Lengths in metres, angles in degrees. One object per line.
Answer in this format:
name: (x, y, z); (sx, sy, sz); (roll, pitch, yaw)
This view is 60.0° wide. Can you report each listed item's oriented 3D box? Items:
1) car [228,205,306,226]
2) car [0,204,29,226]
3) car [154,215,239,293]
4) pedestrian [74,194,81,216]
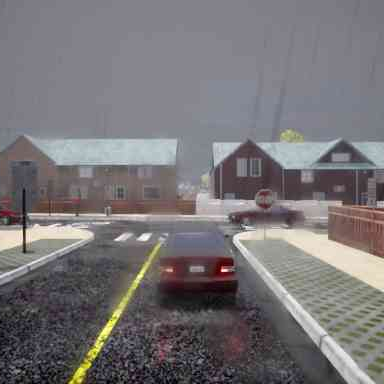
car: (5.200, 1.609, 23.472); (5.357, 1.411, 2.033); (1, 0, -6)
car: (-12.918, 1.410, 21.295); (4.674, 1.442, 1.812); (1, 0, 4)
car: (0.094, 1.547, 8.970); (2.033, 1.411, 5.357); (0, 0, 0)
pedestrian: (-9.378, 1.053, 27.144); (0.375, 1.860, 0.375); (0, 0, 1)
